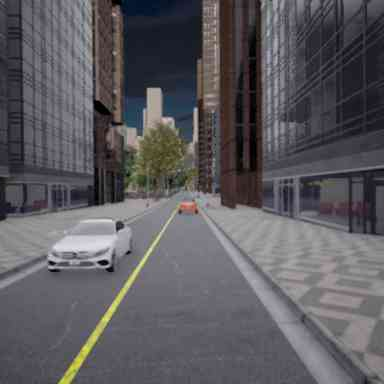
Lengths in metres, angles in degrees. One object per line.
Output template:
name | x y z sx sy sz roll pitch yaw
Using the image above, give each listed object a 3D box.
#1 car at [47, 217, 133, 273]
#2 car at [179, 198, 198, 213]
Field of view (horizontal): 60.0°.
car | -3.135 1.604 11.131 1.812 1.442 4.674 -1 0 -1
car | -0.447 1.501 38.923 2.097 1.767 4.553 -1 0 -1
